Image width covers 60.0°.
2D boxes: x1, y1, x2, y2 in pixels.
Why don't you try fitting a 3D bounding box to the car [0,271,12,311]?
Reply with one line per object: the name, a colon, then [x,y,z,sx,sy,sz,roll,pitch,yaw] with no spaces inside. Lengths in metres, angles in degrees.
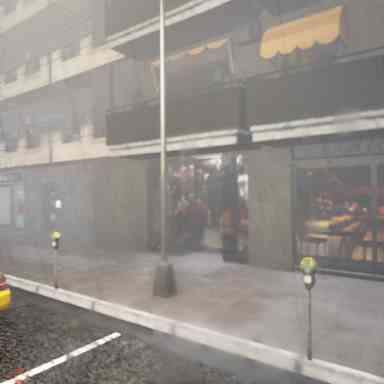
car: [-5.586,1.550,6.500,5.366,1.575,1.801,-1,0,36]
